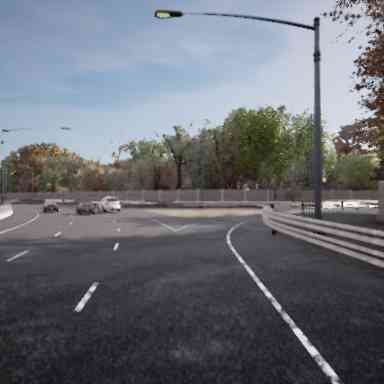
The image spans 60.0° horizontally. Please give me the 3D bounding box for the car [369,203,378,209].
[{"bbox_3d":[31.779,2.040,54.901,5.357,1.411,2.033,0,-1,-23],"label":"car"}]

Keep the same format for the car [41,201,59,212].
[{"bbox_3d":[-19.954,2.049,46.835,1.812,1.442,4.674,0,-1,-28],"label":"car"}]

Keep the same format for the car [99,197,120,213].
[{"bbox_3d":[-11.459,1.714,45.655,2.150,2.045,5.566,0,-1,-27],"label":"car"}]

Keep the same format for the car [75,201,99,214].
[{"bbox_3d":[-13.238,1.941,41.080,2.128,1.511,4.902,0,-1,-25],"label":"car"}]
